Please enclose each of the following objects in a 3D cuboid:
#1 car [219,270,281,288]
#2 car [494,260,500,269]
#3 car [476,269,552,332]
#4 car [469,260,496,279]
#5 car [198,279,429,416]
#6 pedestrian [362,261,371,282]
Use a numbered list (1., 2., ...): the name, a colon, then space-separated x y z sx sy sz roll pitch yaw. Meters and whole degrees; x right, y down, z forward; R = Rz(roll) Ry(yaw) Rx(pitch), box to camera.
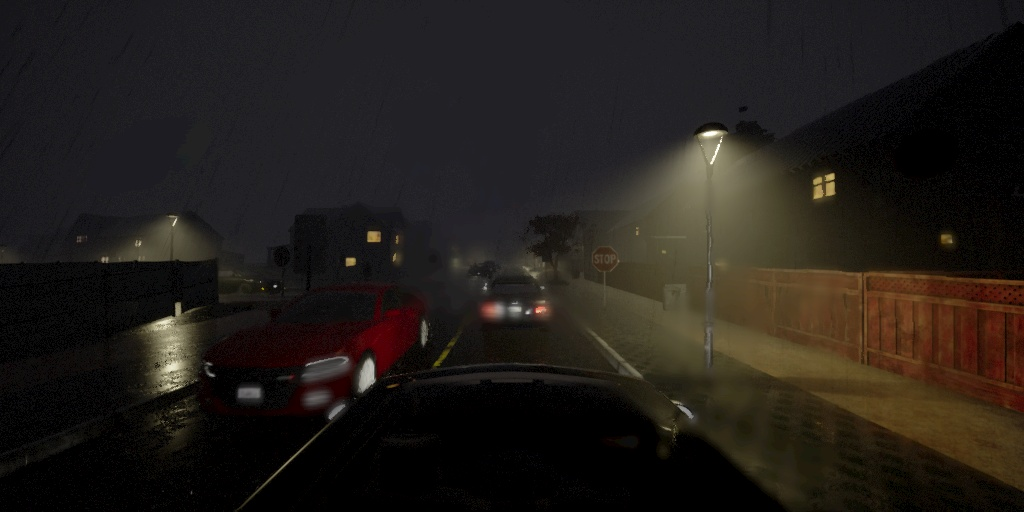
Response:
1. car: -14.495 1.453 19.195 4.181 1.385 1.994 -1 -3 7
2. car: -2.850 1.354 44.657 1.837 1.490 4.892 0 0 0
3. car: 0.097 1.303 10.810 2.033 1.411 5.357 0 0 0
4. car: -2.862 1.374 33.566 1.994 1.385 4.181 0 0 -1
5. car: -2.854 1.231 6.403 1.882 1.535 5.008 0 0 0
6. pedestrian: -9.917 1.210 24.475 0.375 1.860 0.375 0 -2 5
